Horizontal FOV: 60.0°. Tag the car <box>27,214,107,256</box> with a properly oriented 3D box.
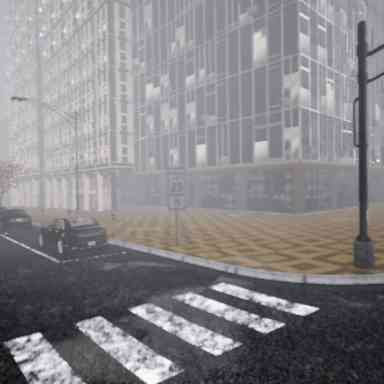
[{"bbox_3d":[-4.951,1.632,13.578,2.008,1.369,4.403,-3,1,-39],"label":"car"}]

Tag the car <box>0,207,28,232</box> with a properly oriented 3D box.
[{"bbox_3d":[-12.016,1.814,22.332,1.947,1.339,4.313,-3,1,-39],"label":"car"}]
